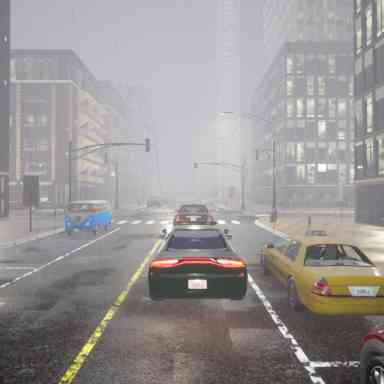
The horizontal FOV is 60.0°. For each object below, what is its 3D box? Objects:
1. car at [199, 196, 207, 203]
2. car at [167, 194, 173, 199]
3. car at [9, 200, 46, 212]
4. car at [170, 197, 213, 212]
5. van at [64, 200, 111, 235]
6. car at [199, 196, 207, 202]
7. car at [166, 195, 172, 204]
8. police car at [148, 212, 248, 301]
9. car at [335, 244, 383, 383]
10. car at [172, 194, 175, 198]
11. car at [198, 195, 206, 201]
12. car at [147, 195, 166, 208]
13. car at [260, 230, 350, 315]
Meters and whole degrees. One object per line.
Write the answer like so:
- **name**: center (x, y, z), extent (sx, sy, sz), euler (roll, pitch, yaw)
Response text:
- **car**: center (2.679, 1.733, 79.318), extent (1.752, 1.417, 4.829), euler (0, 0, 0)
- **car**: center (-5.700, 1.761, 73.484), extent (1.802, 1.307, 4.206), euler (0, 0, 0)
- **car**: center (-19.062, 1.538, 37.834), extent (4.507, 1.381, 1.887), euler (0, -1, 0)
- **car**: center (0.082, 1.369, 18.592), extent (2.097, 1.767, 4.553), euler (0, 0, 0)
- **van**: center (-5.663, 1.358, 18.429), extent (1.690, 1.788, 3.998), euler (1, 0, 0)
- **car**: center (2.678, 1.801, 84.812), extent (1.947, 1.339, 4.313), euler (0, 0, 0)
- **car**: center (-5.698, 1.720, 67.821), extent (1.947, 1.339, 4.313), euler (0, 0, 0)
- **police car**: center (0.100, 1.509, 8.482), extent (2.038, 1.542, 4.974), euler (0, 0, 0)
- **car**: center (2.706, 1.441, 1.860), extent (1.967, 1.590, 4.097), euler (1, 0, 0)
- **car**: center (-5.700, 1.647, 79.147), extent (1.967, 1.590, 4.097), euler (0, 0, 0)
- **car**: center (2.677, 1.705, 90.475), extent (1.967, 1.590, 4.097), euler (0, 0, 0)
- **car**: center (-5.692, 1.408, 50.834), extent (2.192, 1.841, 5.009), euler (0, 0, 0)
- **car**: center (2.706, 1.529, 7.554), extent (1.752, 1.417, 4.829), euler (1, 0, 0)
